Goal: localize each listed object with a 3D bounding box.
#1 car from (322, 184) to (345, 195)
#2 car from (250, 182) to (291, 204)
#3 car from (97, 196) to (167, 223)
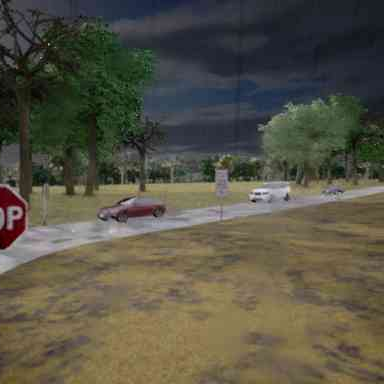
[{"bbox_3d":[20.044,-0.414,47.042,2.128,1.511,4.902,1,3,42],"label":"car"},{"bbox_3d":[8.066,0.031,33.773,2.150,2.045,5.566,1,3,42],"label":"car"},{"bbox_3d":[-3.603,1.009,20.712,1.812,1.442,4.674,1,3,42],"label":"car"}]
